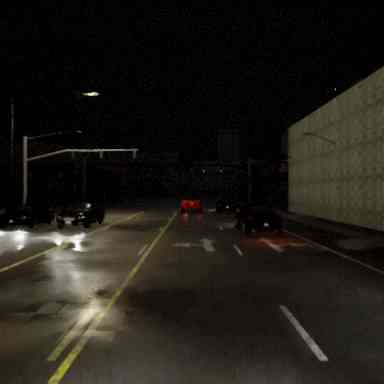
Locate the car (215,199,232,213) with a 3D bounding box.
[{"bbox_3d":[3.601,1.476,35.733,1.994,1.385,4.181,0,0,0],"label":"car"}]

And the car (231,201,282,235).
[{"bbox_3d":[3.604,1.431,18.635,1.882,1.535,5.008,0,0,0],"label":"car"}]

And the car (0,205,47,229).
[{"bbox_3d":[-10.498,1.511,21.289,1.994,1.385,4.181,0,0,0],"label":"car"}]

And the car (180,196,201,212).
[{"bbox_3d":[-0.220,1.259,37.117,2.097,1.767,4.553,0,0,-5],"label":"car"}]

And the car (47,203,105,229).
[{"bbox_3d":[-6.998,1.451,21.289,2.128,1.511,4.902,0,0,0],"label":"car"}]
